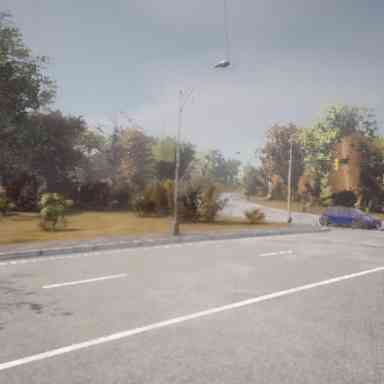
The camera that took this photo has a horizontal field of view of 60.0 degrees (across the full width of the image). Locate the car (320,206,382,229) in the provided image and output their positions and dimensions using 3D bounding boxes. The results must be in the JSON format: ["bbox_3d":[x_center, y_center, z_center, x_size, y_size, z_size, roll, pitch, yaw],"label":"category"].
[{"bbox_3d":[12.716,1.971,26.730,2.097,1.767,4.553,3,-2,-31],"label":"car"}]
